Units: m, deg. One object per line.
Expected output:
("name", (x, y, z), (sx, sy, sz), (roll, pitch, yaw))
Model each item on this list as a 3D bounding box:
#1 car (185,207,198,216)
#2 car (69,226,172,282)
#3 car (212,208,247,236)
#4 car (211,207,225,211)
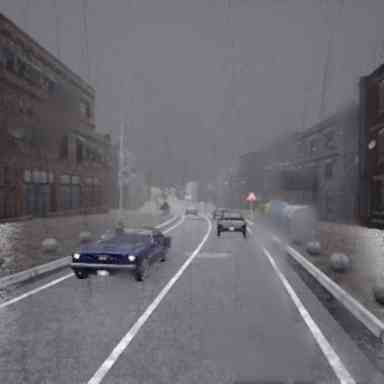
("car", (-0.136, 3.083, 53.781), (1.812, 1.442, 4.674), (0, -3, -3))
("car", (-1.937, 1.773, 10.442), (1.895, 1.301, 4.718), (1, -2, 7))
("car", (2.640, 2.070, 22.514), (2.128, 1.511, 4.902), (1, -2, 5))
("car", (3.442, 2.597, 40.507), (2.128, 1.511, 4.902), (1, -2, 0))
